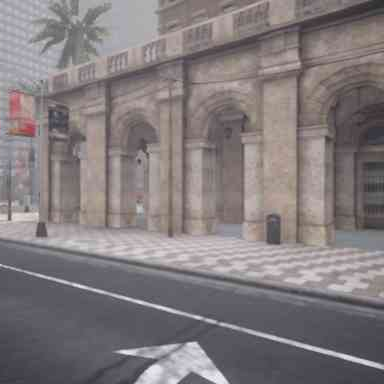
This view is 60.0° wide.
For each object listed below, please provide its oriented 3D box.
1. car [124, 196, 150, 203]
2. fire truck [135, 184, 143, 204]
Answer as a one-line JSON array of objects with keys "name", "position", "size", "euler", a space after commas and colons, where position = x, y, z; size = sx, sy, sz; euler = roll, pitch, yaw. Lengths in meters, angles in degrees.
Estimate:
[{"name": "car", "position": [-11.116, 1.533, 68.148], "size": [2.033, 1.411, 5.357], "euler": [0, 0, 36]}, {"name": "fire truck", "position": [-9.245, 0.329, 64.759], "size": [2.891, 3.827, 8.468], "euler": [0, 0, 36]}]
